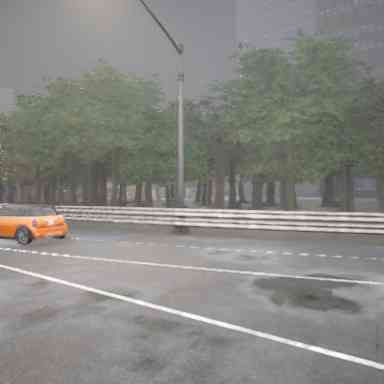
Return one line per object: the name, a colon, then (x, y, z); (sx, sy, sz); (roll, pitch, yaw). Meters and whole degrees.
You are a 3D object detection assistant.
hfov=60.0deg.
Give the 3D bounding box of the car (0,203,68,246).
car: (-8.077, 1.368, 15.560); (4.553, 1.767, 2.097); (0, 0, 27)
